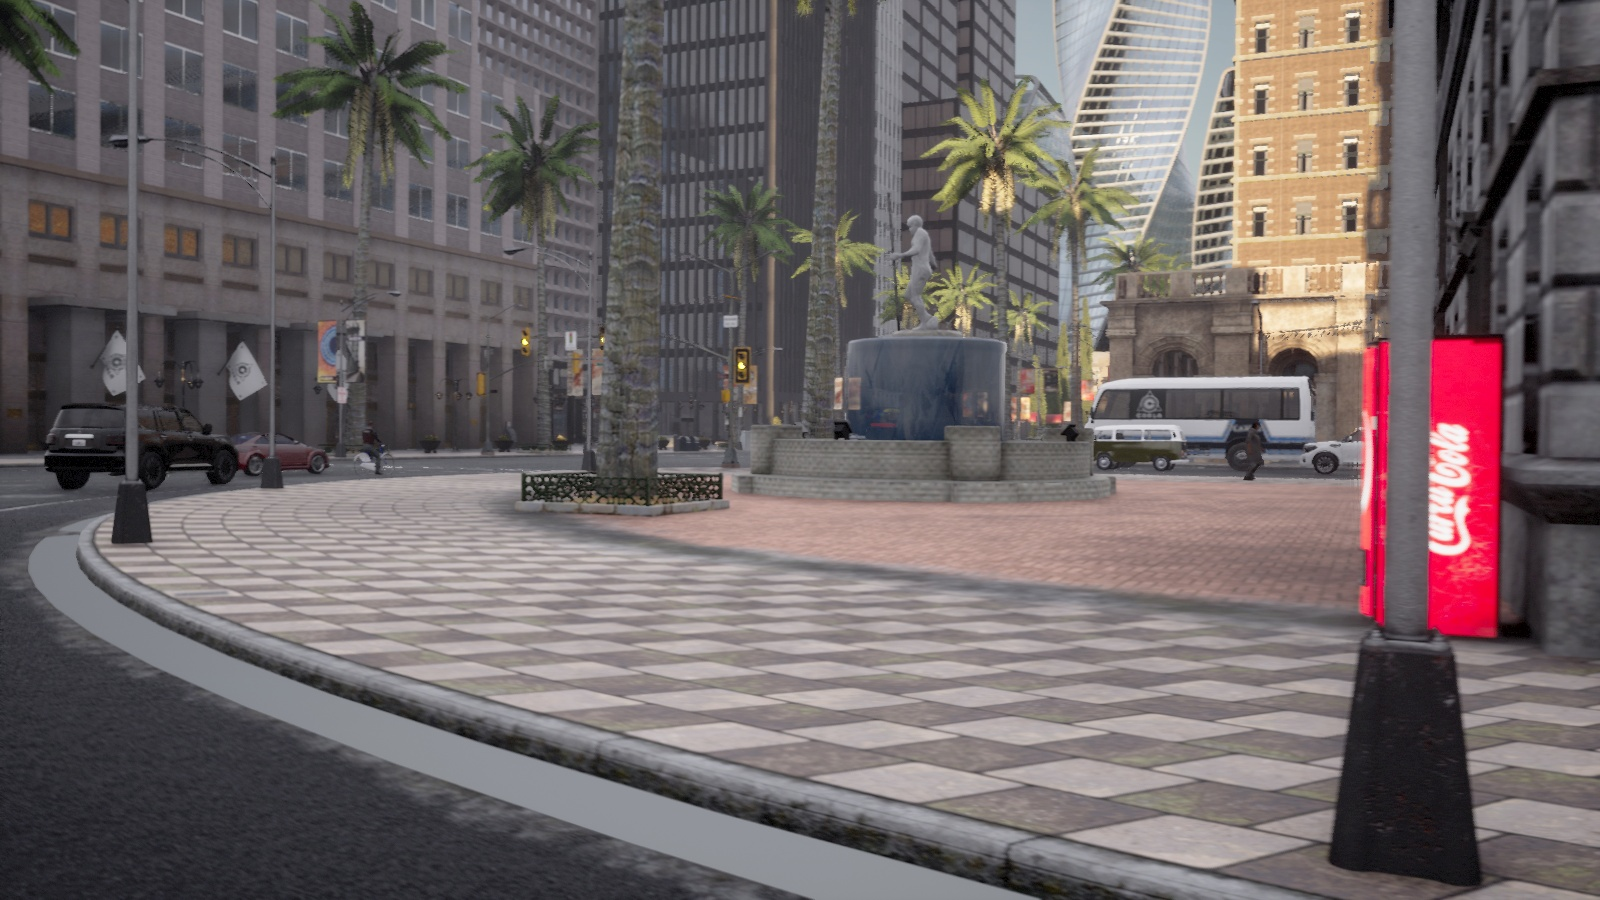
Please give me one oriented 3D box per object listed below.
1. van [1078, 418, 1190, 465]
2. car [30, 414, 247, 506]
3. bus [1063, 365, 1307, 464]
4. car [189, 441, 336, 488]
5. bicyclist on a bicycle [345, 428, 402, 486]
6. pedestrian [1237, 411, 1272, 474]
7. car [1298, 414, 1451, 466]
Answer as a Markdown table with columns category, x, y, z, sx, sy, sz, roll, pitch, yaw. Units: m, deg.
| category | x | y | z | sx | sy | sz | roll | pitch | yaw |
| --- | --- | --- | --- | --- | --- | --- | --- | --- | --- |
| van | 14.745 | -0.377 | 55.455 | 4.480 | 2.038 | 2.069 | 0 | 1 | 26 |
| car | -16.139 | 0.190 | 31.083 | 2.150 | 2.045 | 5.566 | -1 | 1 | 4 |
| bus | 17.731 | -1.534 | 57.912 | 10.273 | 4.253 | 3.944 | 0 | 1 | 26 |
| car | -17.264 | 0.424 | 40.563 | 1.994 | 1.385 | 4.181 | 0 | 1 | 21 |
| bicyclist on a bicycle | -13.598 | 0.205 | 40.105 | 0.659 | 1.776 | 1.843 | 0 | 1 | 23 |
| pedestrian | 14.156 | -0.231 | 39.125 | 0.873 | 1.952 | 0.659 | 0 | 1 | 34 |
| car | 23.443 | -0.403 | 51.396 | 5.566 | 2.045 | 2.150 | 0 | 1 | 25 |
